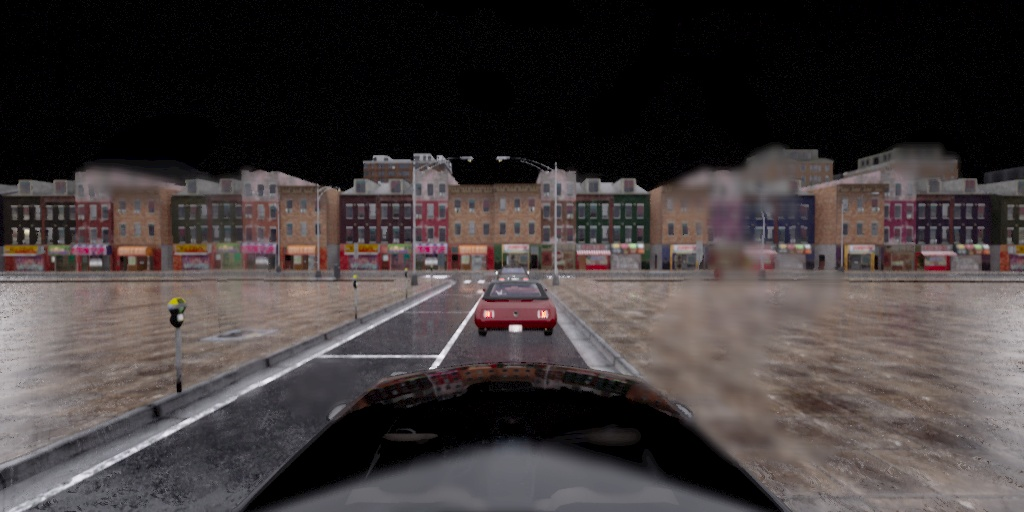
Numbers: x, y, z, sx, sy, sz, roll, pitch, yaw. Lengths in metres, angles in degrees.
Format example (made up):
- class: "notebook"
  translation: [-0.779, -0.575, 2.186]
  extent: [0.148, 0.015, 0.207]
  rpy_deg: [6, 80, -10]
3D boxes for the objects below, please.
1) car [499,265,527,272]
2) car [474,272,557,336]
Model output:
- class: "car"
  translation: [0.039, 1.230, 20.526]
  extent: [2.033, 1.411, 5.357]
  rpy_deg: [0, 0, -1]
- class: "car"
  translation: [0.086, 1.320, 10.231]
  extent: [1.895, 1.301, 4.718]
  rpy_deg: [0, 0, 0]
